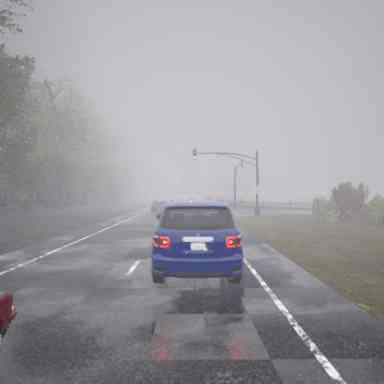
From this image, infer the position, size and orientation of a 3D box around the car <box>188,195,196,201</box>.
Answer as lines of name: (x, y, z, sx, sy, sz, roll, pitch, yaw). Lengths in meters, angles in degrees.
car: (0.003, 1.591, 89.235, 2.033, 1.411, 5.357, 0, 0, 0)

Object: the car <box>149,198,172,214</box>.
car: (-3.398, 1.521, 36.721, 2.128, 1.511, 4.902, 0, 0, 0)

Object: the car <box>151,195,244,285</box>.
car: (0.104, 1.232, 9.692, 2.150, 2.045, 5.566, 0, 0, 0)

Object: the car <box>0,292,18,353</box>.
car: (-3.401, 1.603, 2.583, 1.895, 1.301, 4.718, 0, 0, 0)

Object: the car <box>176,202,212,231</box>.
car: (0.114, 1.511, 21.825, 2.128, 1.511, 4.902, 0, 0, 0)
